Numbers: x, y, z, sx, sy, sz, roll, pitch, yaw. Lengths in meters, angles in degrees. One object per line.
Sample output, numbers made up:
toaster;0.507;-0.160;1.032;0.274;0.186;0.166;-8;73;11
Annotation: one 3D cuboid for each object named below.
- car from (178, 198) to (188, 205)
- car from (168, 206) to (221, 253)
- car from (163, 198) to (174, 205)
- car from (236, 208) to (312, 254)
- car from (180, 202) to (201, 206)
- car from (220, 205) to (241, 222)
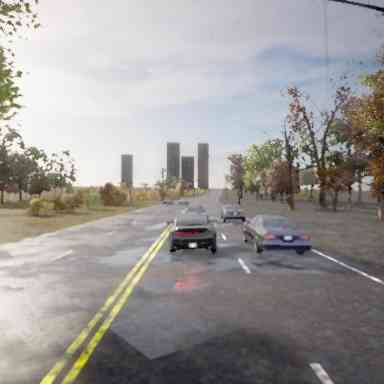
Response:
car;-1.800;2.033;71.046;1.812;1.442;4.674;0;0;2
car;0.042;1.622;14.261;1.837;1.490;4.892;-1;1;1
car;-5.046;2.063;71.193;1.994;1.385;4.181;0;0;2
car;3.314;1.645;13.923;2.033;1.411;5.357;1;0;0
car;0.246;1.813;29.231;1.994;1.385;4.181;0;0;1
car;3.481;1.789;28.878;2.033;1.411;5.357;0;0;1
